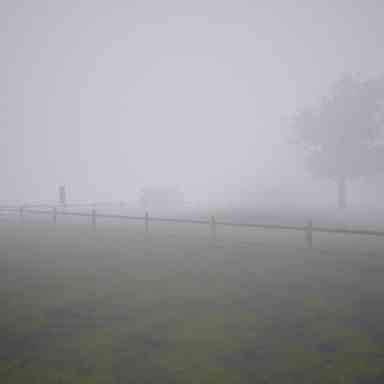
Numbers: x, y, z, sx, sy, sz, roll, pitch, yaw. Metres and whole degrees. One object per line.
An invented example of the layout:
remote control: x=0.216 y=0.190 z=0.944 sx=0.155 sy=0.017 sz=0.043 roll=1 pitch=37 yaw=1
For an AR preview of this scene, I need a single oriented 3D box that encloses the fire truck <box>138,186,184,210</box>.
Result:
fire truck: x=-4.983 y=1.004 z=55.197 sx=2.891 sy=3.827 sz=8.468 roll=-1 pitch=-2 yaw=36
